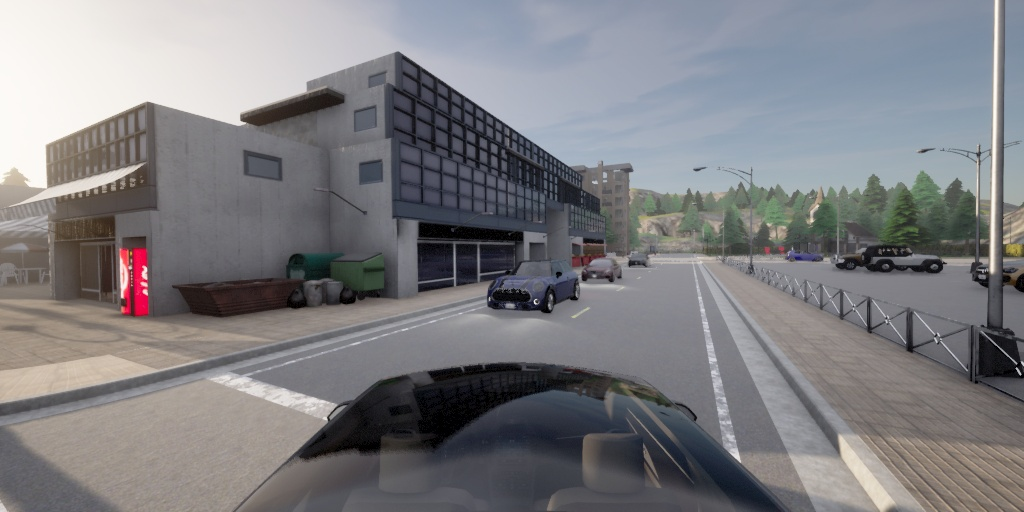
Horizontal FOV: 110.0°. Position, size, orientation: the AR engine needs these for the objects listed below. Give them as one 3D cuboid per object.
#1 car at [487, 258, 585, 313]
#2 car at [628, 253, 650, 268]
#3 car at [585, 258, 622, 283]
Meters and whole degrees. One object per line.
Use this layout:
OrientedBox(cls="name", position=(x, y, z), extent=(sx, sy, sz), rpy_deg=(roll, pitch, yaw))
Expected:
OrientedBox(cls="car", position=(0.927, 0.908, 13.068), extent=(2.097, 1.767, 4.553), rpy_deg=(0, 1, 26))
OrientedBox(cls="car", position=(13.755, 0.462, 38.756), extent=(1.837, 1.490, 4.892), rpy_deg=(0, 1, 27))
OrientedBox(cls="car", position=(5.825, 0.851, 22.936), extent=(1.812, 1.442, 4.674), rpy_deg=(0, 1, 27))
